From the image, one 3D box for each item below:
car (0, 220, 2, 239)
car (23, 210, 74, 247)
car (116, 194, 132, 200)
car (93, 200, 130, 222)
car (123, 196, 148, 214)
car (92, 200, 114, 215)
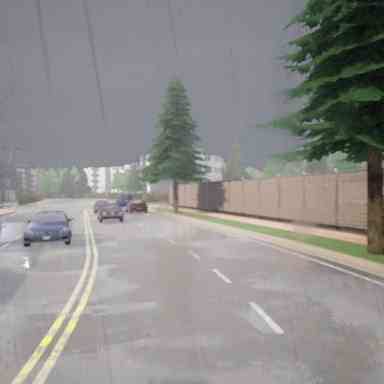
[{"bbox_3d":[-9.971,1.502,14.652,2.097,1.767,4.553,-1,0,-18],"label":"car"},{"bbox_3d":[-6.635,1.608,15.712,1.812,1.442,4.674,-1,0,-18],"label":"car"},{"bbox_3d":[-9.323,1.325,46.366,2.150,2.045,5.566,-1,0,-16],"label":"car"},{"bbox_3d":[-6.619,1.618,26.866,2.033,1.411,5.357,-1,0,-18],"label":"car"},{"bbox_3d":[-6.117,1.547,36.686,1.882,1.535,5.008,-1,0,-18],"label":"car"},{"bbox_3d":[-9.926,1.652,36.920,2.033,1.411,5.357,-1,0,-18],"label":"car"}]
